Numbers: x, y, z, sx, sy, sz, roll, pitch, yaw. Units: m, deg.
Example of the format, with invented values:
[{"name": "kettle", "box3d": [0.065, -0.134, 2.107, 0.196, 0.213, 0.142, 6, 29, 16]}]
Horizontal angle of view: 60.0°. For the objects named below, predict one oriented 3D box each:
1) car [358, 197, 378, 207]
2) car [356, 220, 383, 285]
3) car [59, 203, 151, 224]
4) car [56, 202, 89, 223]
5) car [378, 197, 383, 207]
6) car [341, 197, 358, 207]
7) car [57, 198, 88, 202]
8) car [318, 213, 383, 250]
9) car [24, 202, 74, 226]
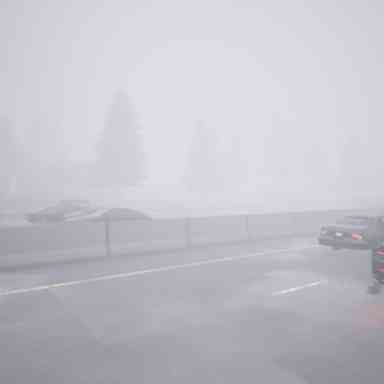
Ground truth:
[{"name": "car", "box3d": [26.821, 1.506, 48.628, 4.674, 1.442, 1.812, 0, 0, -34]}, {"name": "car", "box3d": [6.304, 1.502, 8.209, 4.892, 1.490, 1.837, 0, 0, -35]}, {"name": "car", "box3d": [-4.402, 1.521, 18.027, 4.674, 1.442, 1.812, 0, 0, -35]}, {"name": "car", "box3d": [-6.050, 1.559, 21.148, 4.181, 1.385, 1.994, 0, 0, -35]}, {"name": "car", "box3d": [28.230, 1.203, 45.365, 5.566, 2.045, 2.150, 0, 0, -35]}, {"name": "car", "box3d": [25.086, 1.472, 51.681, 4.902, 1.511, 2.128, 0, 0, -34]}, {"name": "car", "box3d": [-10.244, 1.347, 26.754, 4.553, 1.767, 2.097, 0, 0, -35]}, {"name": "car", "box3d": [7.210, 1.542, 13.137, 5.357, 1.411, 2.033, 0, 0, -35]}, {"name": "car", "box3d": [-9.099, 1.596, 23.277, 4.718, 1.301, 1.895, 0, 0, -35]}]
